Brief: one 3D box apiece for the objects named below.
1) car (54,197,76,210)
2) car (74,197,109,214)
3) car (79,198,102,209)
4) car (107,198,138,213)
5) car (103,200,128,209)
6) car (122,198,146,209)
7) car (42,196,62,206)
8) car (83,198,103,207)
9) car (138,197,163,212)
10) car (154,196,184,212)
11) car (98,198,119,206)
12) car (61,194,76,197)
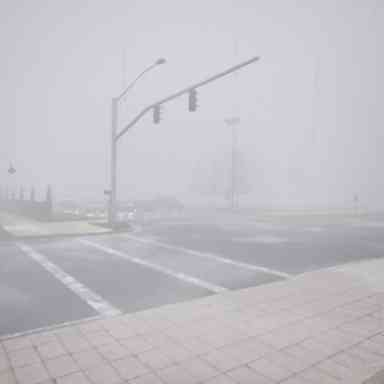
[{"bbox_3d":[-17.097,1.763,45.938,1.895,1.301,4.718,1,-1,-36],"label":"car"},{"bbox_3d":[-11.693,1.689,38.532,1.812,1.442,4.674,1,-1,-36],"label":"car"},{"bbox_3d":[-15.015,1.711,49.028,1.837,1.490,4.892,1,-1,-36],"label":"car"},{"bbox_3d":[-9.111,1.755,40.928,2.033,1.411,5.357,1,-1,-36],"label":"car"},{"bbox_3d":[-11.579,1.852,50.251,1.895,1.301,4.718,1,-1,-36],"label":"car"},{"bbox_3d":[-9.327,1.800,53.113,1.837,1.490,4.892,1,-1,-36],"label":"car"},{"bbox_3d":[-23.202,1.666,54.351,1.837,1.490,4.892,1,0,-36],"label":"car"},{"bbox_3d":[-17.421,1.755,58.312,1.837,1.490,4.892,1,-1,-36],"label":"car"},{"bbox_3d":[-6.165,1.757,42.826,1.837,1.490,4.892,1,0,-36],"label":"car"},{"bbox_3d":[-3.342,1.518,44.905,2.150,2.045,5.566,1,-1,-36],"label":"car"},{"bbox_3d":[-15.489,1.842,61.627,2.033,1.411,5.357,1,-1,-36],"label":"car"},{"bbox_3d":[-21.297,1.427,57.699,2.150,2.045,5.566,1,-1,-36],"label":"car"}]
